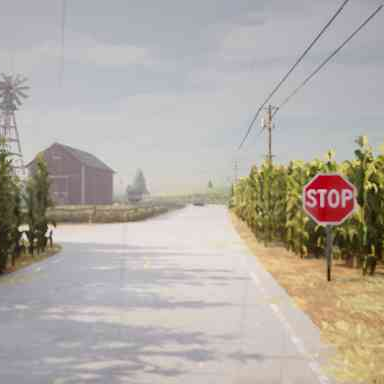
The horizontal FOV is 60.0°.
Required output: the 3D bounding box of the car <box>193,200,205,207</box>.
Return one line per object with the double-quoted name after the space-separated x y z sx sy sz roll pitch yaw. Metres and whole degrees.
1.338 2.150 62.855 1.994 1.385 4.181 0 -1 5 "car"
